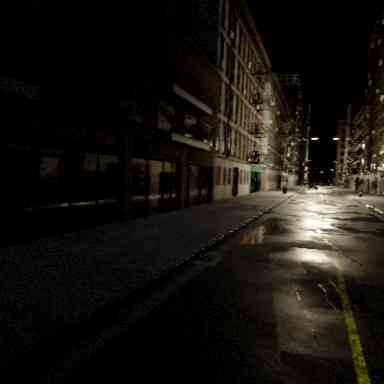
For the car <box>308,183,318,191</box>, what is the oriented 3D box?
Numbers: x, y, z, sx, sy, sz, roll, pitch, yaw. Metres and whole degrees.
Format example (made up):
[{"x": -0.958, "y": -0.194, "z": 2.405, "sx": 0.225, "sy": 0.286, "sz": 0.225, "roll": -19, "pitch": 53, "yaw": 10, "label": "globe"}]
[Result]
[{"x": 25.584, "y": -1.068, "z": 70.229, "sx": 2.128, "sy": 1.511, "sz": 4.902, "roll": 3, "pitch": 3, "yaw": 21, "label": "car"}]
